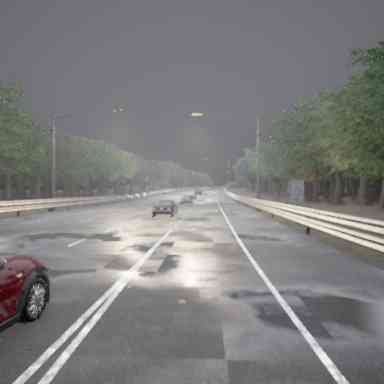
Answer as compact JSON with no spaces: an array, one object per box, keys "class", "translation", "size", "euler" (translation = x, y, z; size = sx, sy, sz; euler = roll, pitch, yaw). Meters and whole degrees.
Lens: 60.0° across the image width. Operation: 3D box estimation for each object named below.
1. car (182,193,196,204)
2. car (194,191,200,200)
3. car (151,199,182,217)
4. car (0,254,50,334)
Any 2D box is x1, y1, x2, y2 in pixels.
[{"class":"car","translation":[-0.825,1.287,56.512],"size":[2.033,1.411,5.357],"euler":[0,1,3]},{"class":"car","translation":[0.132,1.095,73.592],"size":[1.895,1.301,4.718],"euler":[0,1,3]},{"class":"car","translation":[-2.339,1.423,29.496],"size":[2.033,1.411,5.357],"euler":[0,0,3]},{"class":"car","translation":[-3.746,1.326,4.320],"size":[2.097,1.767,4.553],"euler":[0,0,3]}]
